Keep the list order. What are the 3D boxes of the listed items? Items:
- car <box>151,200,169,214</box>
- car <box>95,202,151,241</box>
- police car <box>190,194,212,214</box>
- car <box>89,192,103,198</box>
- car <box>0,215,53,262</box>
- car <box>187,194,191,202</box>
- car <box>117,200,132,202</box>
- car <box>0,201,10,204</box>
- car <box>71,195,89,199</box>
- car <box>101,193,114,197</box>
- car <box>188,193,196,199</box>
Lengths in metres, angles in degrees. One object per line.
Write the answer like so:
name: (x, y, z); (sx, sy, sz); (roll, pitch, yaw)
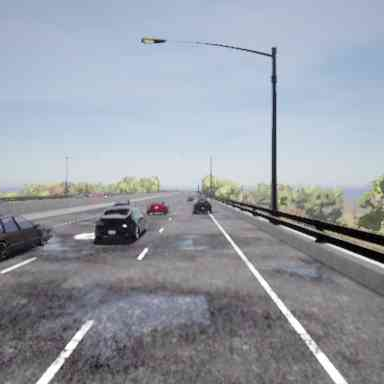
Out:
car: (-3.399, 1.469, 33.944); (1.994, 1.385, 4.181); (0, 0, 0)
car: (-3.401, 1.459, 16.540); (1.837, 1.490, 4.892); (0, 0, 0)
police car: (1.051, 1.329, 34.423); (1.930, 1.638, 5.238); (0, 0, 0)
car: (-20.998, 0.937, 73.235); (2.150, 2.045, 5.566); (0, 0, 0)
car: (-6.902, 1.515, 11.883); (2.033, 1.411, 5.357); (0, 0, 0)
car: (0.003, 1.353, 67.779); (1.994, 1.385, 4.181); (0, 0, 0)
car: (-6.899, 1.469, 34.108); (1.994, 1.385, 4.181); (0, 0, 0)
car: (-17.597, 1.466, 29.477); (2.033, 1.411, 5.357); (0, 0, 0)
car: (-24.498, 1.314, 71.462); (2.128, 1.511, 4.902); (0, 0, 0)
car: (-17.498, 1.313, 71.461); (1.812, 1.442, 4.674); (0, 0, 0)
car: (0.003, 1.103, 86.870); (2.033, 1.411, 5.357); (0, 0, 0)
